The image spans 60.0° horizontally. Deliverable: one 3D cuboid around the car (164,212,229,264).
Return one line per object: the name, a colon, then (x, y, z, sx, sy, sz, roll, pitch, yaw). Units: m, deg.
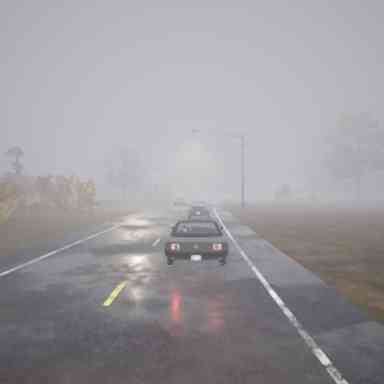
car: (0.176, 1.604, 11.773, 1.895, 1.301, 4.718, 0, 0, 1)

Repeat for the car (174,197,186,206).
car: (-1.797, 1.549, 53.453, 2.033, 1.411, 5.357, 0, 0, 4)

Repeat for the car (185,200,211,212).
car: (0.629, 1.530, 29.167, 1.812, 1.442, 4.674, 0, 0, 3)
